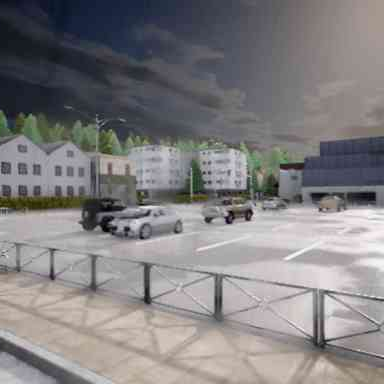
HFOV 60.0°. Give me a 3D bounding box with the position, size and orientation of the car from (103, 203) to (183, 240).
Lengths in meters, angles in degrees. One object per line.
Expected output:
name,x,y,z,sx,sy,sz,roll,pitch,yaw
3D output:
car,-2.213,1.486,16.734,1.970,1.475,3.806,-1,0,35

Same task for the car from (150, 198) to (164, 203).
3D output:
car,-6.145,1.687,50.008,1.837,1.490,4.892,-1,0,35

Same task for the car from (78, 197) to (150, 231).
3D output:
car,-4.581,1.239,19.151,1.905,1.878,3.866,-1,0,35

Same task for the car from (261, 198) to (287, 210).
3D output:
car,9.789,1.394,39.520,1.970,1.475,3.806,-1,0,35

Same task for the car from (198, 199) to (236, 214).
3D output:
car,2.735,1.500,35.868,2.007,1.523,4.514,-1,0,35

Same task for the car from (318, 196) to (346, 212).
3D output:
car,15.220,1.245,36.088,2.152,1.636,5.027,-1,0,35

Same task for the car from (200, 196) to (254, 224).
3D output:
car,2.639,1.223,23.688,1.932,1.855,4.605,-1,0,35
